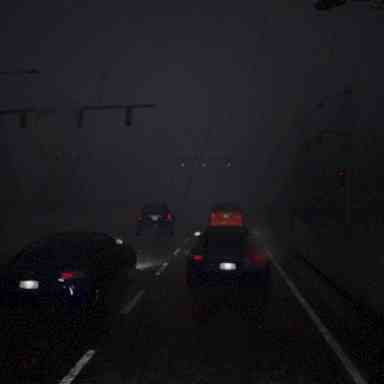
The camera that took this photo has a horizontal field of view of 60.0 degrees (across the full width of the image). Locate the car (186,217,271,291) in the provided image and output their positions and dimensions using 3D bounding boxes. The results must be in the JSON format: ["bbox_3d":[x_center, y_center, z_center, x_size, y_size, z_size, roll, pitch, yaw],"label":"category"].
[{"bbox_3d":[0.979,1.611,9.267,1.994,1.385,4.181,0,0,5],"label":"car"}]

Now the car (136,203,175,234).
[{"bbox_3d":[-2.087,1.439,19.837,2.097,1.767,4.553,0,0,-3],"label":"car"}]

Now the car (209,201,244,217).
[{"bbox_3d":[2.267,1.463,21.628,2.097,1.767,4.553,0,0,7],"label":"car"}]

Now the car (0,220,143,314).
[{"bbox_3d":[-2.669,1.591,7.780,1.994,1.385,4.181,0,0,5],"label":"car"}]
